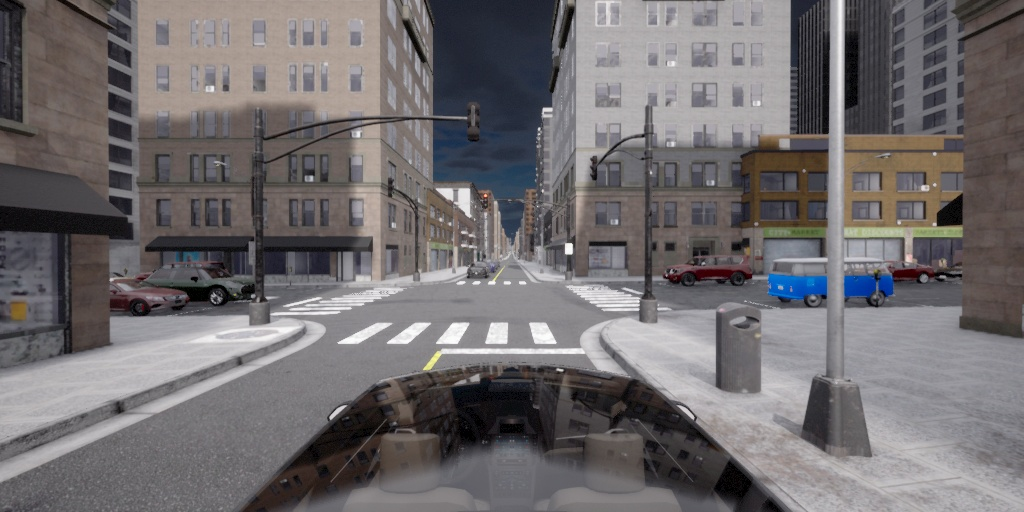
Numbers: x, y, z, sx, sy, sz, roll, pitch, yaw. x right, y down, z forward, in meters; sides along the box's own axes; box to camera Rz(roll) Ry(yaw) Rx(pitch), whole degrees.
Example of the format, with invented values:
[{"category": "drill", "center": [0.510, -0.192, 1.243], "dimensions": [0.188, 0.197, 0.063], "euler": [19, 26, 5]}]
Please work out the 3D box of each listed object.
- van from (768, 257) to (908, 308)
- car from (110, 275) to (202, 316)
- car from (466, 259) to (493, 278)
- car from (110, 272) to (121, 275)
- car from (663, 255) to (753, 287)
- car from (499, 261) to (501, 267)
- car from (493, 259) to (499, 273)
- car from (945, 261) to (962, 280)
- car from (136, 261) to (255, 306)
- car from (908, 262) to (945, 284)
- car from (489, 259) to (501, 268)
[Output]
[{"category": "van", "center": [12.127, 0.954, 13.718], "dimensions": [3.998, 1.789, 1.690], "euler": [0, 0, 0]}, {"category": "car", "center": [-14.810, 1.524, 13.670], "dimensions": [4.207, 1.307, 1.802], "euler": [0, 0, 0]}, {"category": "car", "center": [-3.071, 1.251, 33.344], "dimensions": [1.837, 1.490, 4.892], "euler": [0, 0, 0]}, {"category": "car", "center": [-26.005, 1.546, 22.176], "dimensions": [4.829, 1.417, 1.751], "euler": [0, 0, 0]}, {"category": "car", "center": [12.110, 0.867, 22.243], "dimensions": [5.009, 1.841, 2.192], "euler": [0, 0, 0]}, {"category": "car", "center": [-3.049, 1.269, 53.651], "dimensions": [1.837, 1.490, 4.892], "euler": [0, 0, 0]}, {"category": "car", "center": [-3.059, 1.105, 43.503], "dimensions": [2.097, 1.767, 4.553], "euler": [0, 0, 0]}, {"category": "car", "center": [28.938, 0.911, 22.274], "dimensions": [4.313, 1.339, 1.948], "euler": [0, 0, 0]}, {"category": "car", "center": [-14.000, 1.265, 16.312], "dimensions": [4.553, 1.767, 2.097], "euler": [-1, 0, 0]}, {"category": "car", "center": [23.328, 0.959, 22.263], "dimensions": [4.507, 1.381, 1.888], "euler": [0, 0, 0]}, {"category": "car", "center": [-2.999, 1.283, 63.977], "dimensions": [1.837, 1.490, 4.892], "euler": [0, 0, 0]}]
